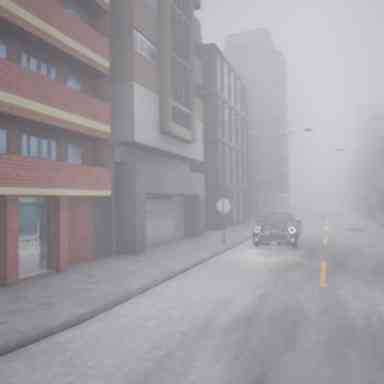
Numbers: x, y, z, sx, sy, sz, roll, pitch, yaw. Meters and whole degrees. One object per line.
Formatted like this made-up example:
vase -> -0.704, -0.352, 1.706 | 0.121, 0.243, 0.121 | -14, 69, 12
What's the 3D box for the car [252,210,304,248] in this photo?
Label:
car -> 4.518, 1.765, 17.070 | 2.097, 1.767, 4.553 | -2, -2, 23
